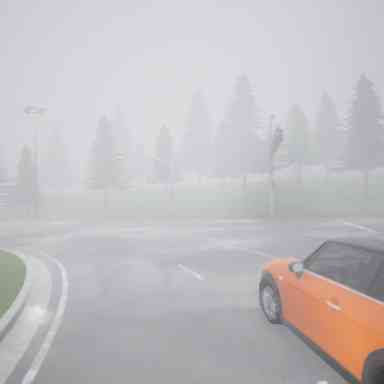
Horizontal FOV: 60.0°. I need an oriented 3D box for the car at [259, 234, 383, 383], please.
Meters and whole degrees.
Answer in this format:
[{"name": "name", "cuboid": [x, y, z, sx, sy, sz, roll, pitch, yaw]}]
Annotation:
[{"name": "car", "cuboid": [2.537, 1.360, 4.530, 2.097, 1.767, 4.553, -1, -1, -8]}]
